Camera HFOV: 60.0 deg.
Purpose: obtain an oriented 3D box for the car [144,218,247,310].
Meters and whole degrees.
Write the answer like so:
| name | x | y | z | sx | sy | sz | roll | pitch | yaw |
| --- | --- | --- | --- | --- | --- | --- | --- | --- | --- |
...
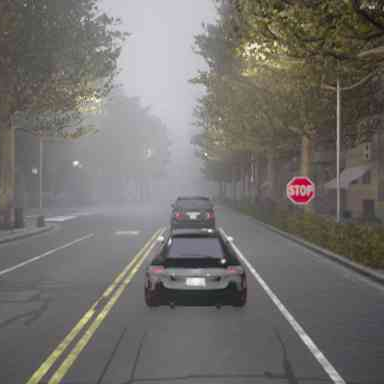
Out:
| name | x | y | z | sx | sy | sz | roll | pitch | yaw |
| --- | --- | --- | --- | --- | --- | --- | --- | --- | --- |
| car | 0.080 | 1.560 | 7.917 | 1.994 | 1.385 | 4.181 | 0 | 0 | 0 |

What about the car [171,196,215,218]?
| name | x | y | z | sx | sy | sz | roll | pitch | yaw |
| --- | --- | --- | --- | --- | --- | --- | --- | --- | --- |
| car | 0.039 | 1.214 | 17.686 | 2.150 | 2.045 | 5.566 | 0 | 0 | 0 |
